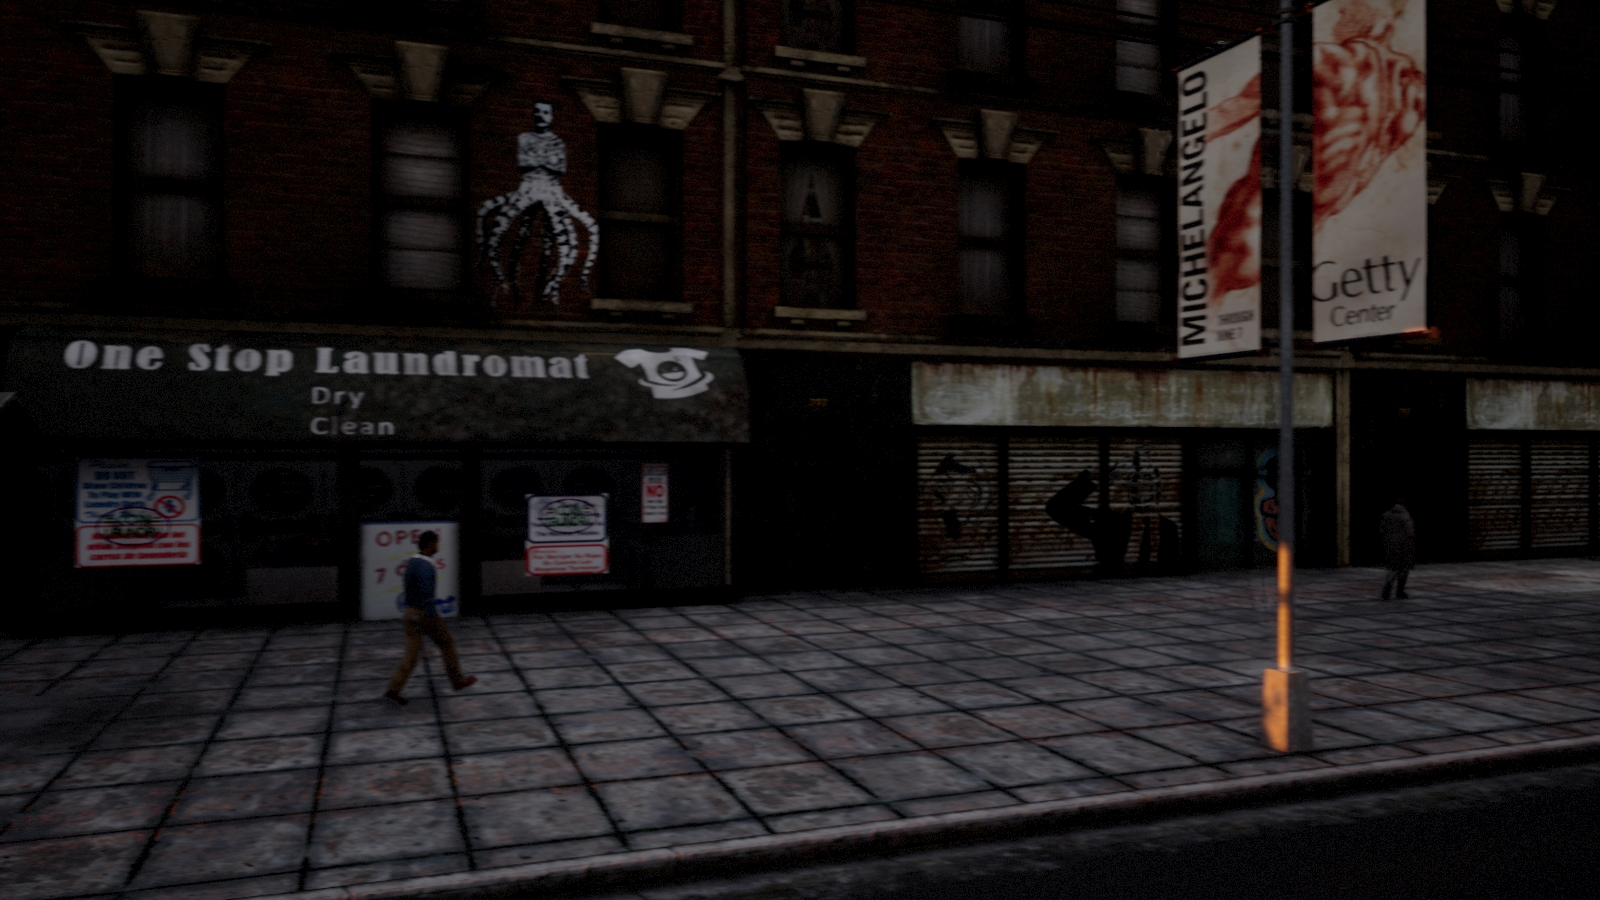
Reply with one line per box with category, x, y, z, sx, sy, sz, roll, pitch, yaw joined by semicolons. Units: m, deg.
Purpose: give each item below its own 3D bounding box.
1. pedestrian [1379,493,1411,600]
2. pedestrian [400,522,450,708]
pedestrian;10.543;1.696;20.240;0.375;1.860;0.375;0;0;-33
pedestrian;-3.909;1.696;11.900;0.375;1.860;0.375;0;0;-43
